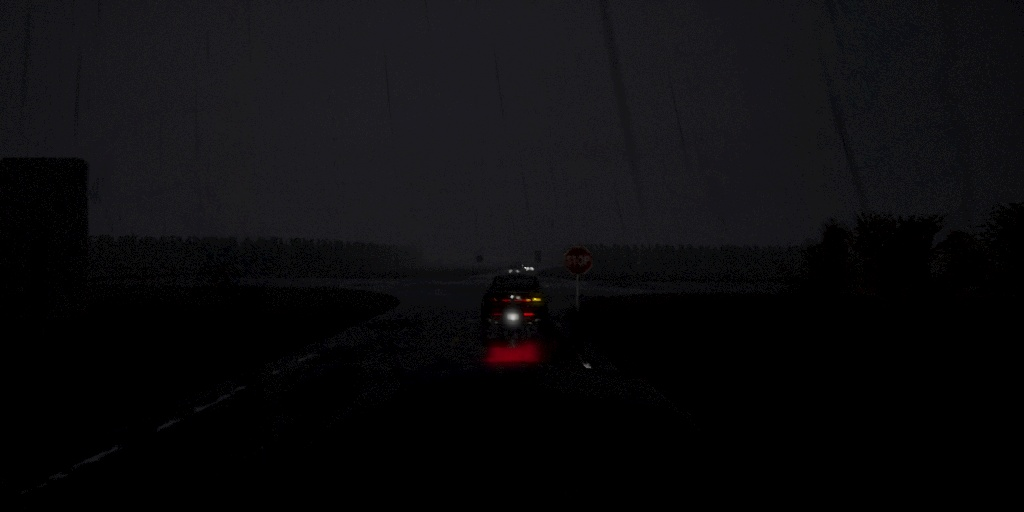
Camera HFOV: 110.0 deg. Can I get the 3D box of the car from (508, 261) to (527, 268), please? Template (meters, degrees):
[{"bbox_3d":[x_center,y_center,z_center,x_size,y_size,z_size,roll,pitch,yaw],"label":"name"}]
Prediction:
[{"bbox_3d":[0.712,1.643,61.729,2.033,1.411,5.357,0,0,11],"label":"car"}]

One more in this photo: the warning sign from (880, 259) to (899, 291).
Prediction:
[{"bbox_3d":[21.209,1.097,20.186,1.060,1.860,1.300,0,0,6],"label":"warning sign"}]

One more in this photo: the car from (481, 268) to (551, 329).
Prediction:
[{"bbox_3d":[0.160,1.306,11.496,1.837,1.490,4.892,0,0,3],"label":"car"}]
